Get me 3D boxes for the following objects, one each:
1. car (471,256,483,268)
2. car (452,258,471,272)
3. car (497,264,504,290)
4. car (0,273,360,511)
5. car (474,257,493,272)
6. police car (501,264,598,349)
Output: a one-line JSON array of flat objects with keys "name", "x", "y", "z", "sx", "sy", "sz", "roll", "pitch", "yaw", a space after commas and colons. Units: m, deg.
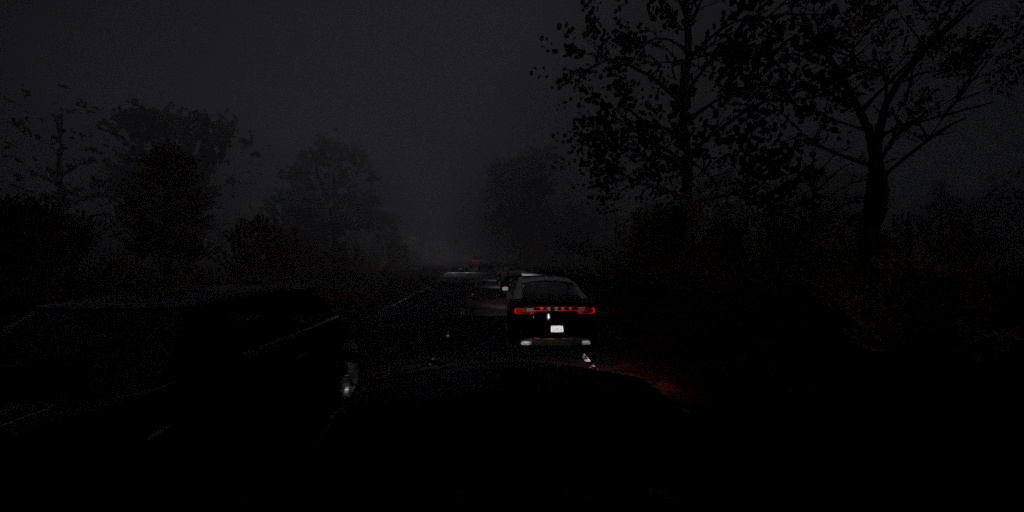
[{"name": "car", "x": -5.994, "y": 0.960, "z": 60.674, "sx": 2.150, "sy": 2.045, "sz": 5.566, "roll": 0, "pitch": 0, "yaw": -12}, {"name": "car", "x": -6.494, "y": 1.269, "z": 45.021, "sx": 1.812, "sy": 1.442, "sz": 4.674, "roll": 0, "pitch": 0, "yaw": -9}, {"name": "car", "x": 0.312, "y": 1.273, "z": 19.311, "sx": 1.812, "sy": 1.442, "sz": 4.674, "roll": 0, "pitch": 0, "yaw": -4}, {"name": "car", "x": -3.165, "y": 1.102, "z": 3.117, "sx": 2.097, "sy": 1.767, "sz": 4.553, "roll": 0, "pitch": 0, "yaw": -1}, {"name": "car", "x": -3.581, "y": 1.219, "z": 47.117, "sx": 1.882, "sy": 1.535, "sz": 5.008, "roll": 0, "pitch": 0, "yaw": -9}, {"name": "police car", "x": 0.774, "y": 1.174, "z": 9.352, "sx": 1.930, "sy": 1.638, "sz": 5.238, "roll": 0, "pitch": 0, "yaw": -2}]
